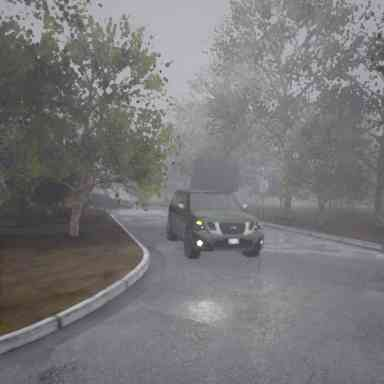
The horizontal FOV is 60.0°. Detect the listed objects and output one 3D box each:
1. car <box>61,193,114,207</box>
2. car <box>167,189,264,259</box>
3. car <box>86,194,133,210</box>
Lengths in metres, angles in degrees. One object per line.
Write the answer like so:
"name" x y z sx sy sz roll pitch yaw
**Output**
"car" -11.646 0.852 37.093 5.357 1.411 2.033 1 0 12
"car" 0.511 0.933 11.745 2.150 2.045 5.566 1 1 -14
"car" -7.587 0.882 31.308 4.674 1.442 1.812 1 -1 36
